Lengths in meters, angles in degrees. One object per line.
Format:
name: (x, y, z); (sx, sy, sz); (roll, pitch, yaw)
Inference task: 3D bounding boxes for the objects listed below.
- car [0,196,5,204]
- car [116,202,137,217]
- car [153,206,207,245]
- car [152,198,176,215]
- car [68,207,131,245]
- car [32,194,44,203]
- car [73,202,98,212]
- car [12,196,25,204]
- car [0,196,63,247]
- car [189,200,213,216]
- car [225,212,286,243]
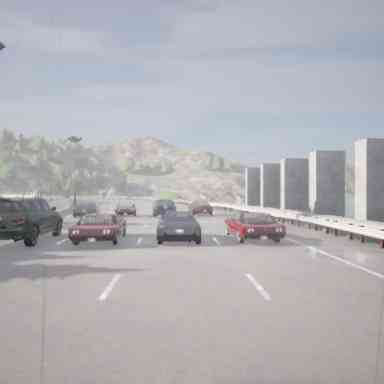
car: (-37.568, 1.486, 64.483); (1.837, 1.490, 4.892); (0, 0, -22)
car: (-6.124, 1.614, 30.994); (1.895, 1.301, 4.718); (0, 0, -10)
car: (-0.668, 1.570, 15.654); (1.994, 1.385, 4.181); (0, 0, -5)
car: (-2.663, 1.364, 31.516); (2.097, 1.767, 4.553); (0, 0, -10)
car: (-4.158, 1.613, 15.392); (1.895, 1.301, 4.718); (0, 0, -5)
car: (-31.181, 1.339, 67.351); (2.097, 1.767, 4.553); (0, 0, -22)
car: (-9.570, 1.570, 30.383); (1.994, 1.385, 4.181); (0, 0, -10)
car: (-34.369, 1.537, 65.904); (1.994, 1.385, 4.181); (0, 0, -22)
car: (-7.646, 1.255, 15.100); (2.150, 2.045, 5.566); (0, 0, -5)
car: (0.784, 1.530, 32.127); (1.812, 1.442, 4.674); (0, 0, -10)
car: (2.817, 1.614, 15.975); (1.895, 1.301, 4.718); (0, 0, -5)
